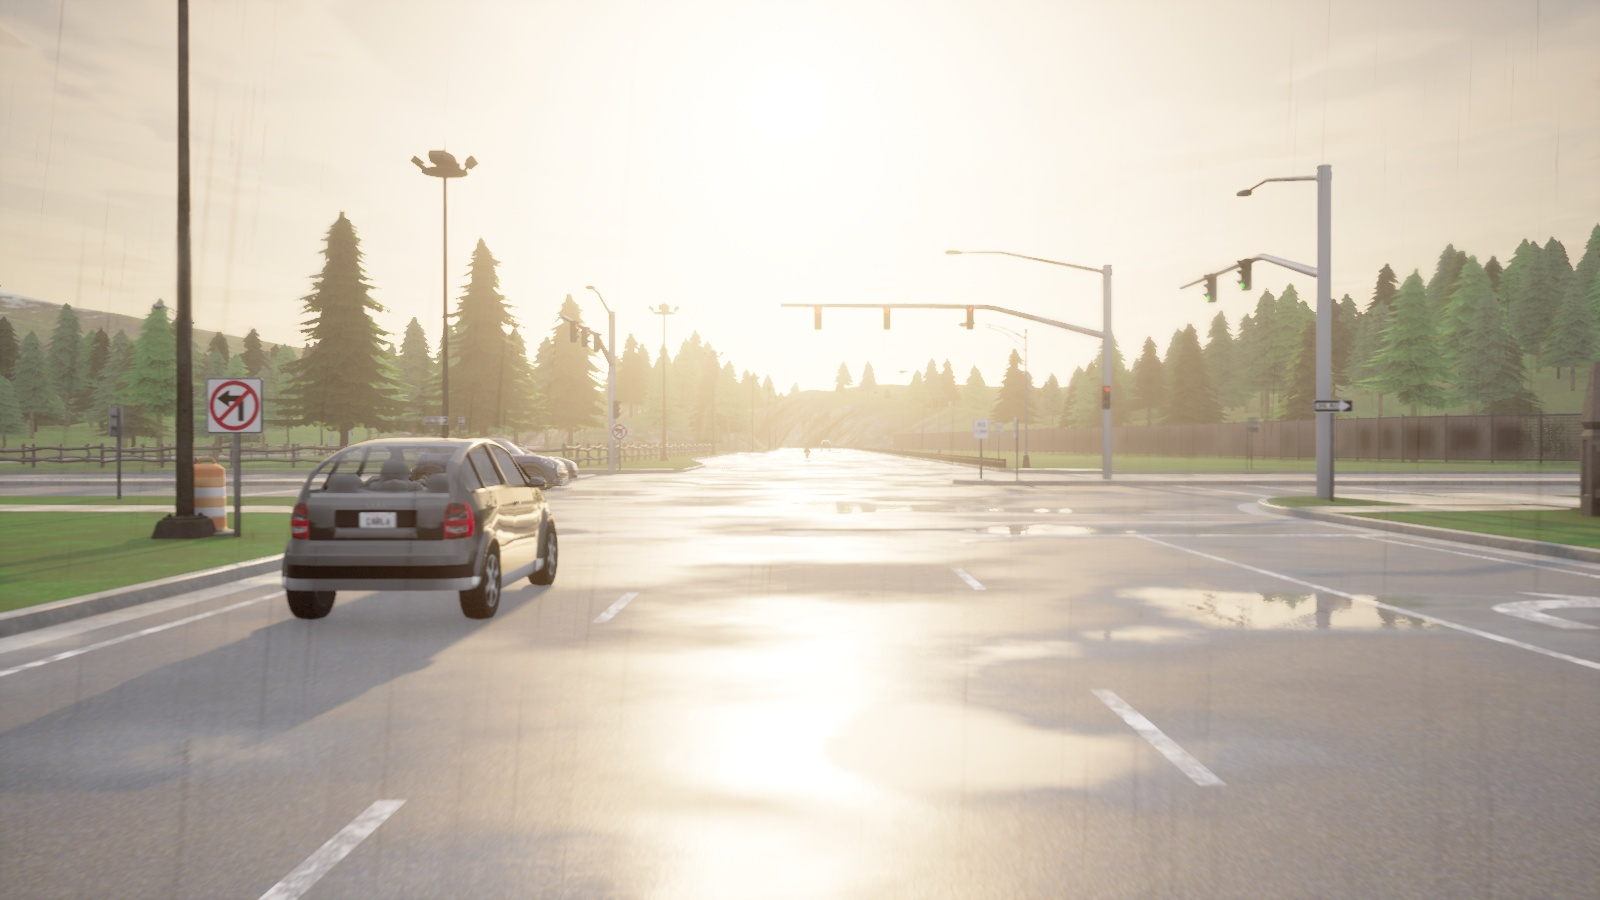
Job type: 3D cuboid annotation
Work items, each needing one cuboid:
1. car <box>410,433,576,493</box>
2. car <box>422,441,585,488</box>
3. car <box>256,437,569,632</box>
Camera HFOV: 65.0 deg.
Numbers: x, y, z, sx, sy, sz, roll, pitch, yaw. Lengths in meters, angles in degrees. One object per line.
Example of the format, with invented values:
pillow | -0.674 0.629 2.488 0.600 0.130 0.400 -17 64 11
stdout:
car | -9.302 0.381 38.352 4.553 1.767 2.097 0 0 1
car | -9.814 0.459 41.861 4.902 1.511 2.128 0 0 1
car | -3.417 0.656 11.822 1.789 1.549 3.705 0 0 0
